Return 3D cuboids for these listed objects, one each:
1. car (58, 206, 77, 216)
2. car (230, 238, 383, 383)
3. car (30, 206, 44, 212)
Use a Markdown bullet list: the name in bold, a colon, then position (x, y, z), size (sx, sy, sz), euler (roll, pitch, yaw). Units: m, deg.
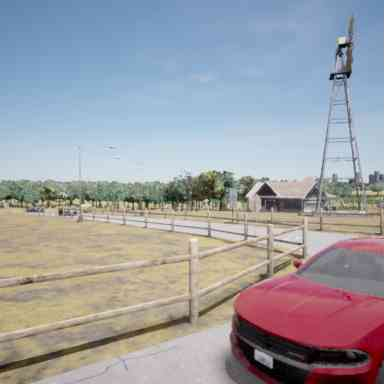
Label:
- **car**: position (-18.705, 2.783, 49.940), size (2.128, 1.511, 4.902), euler (0, -2, -36)
- **car**: position (2.779, 1.479, 4.944), size (5.008, 1.535, 1.882), euler (0, 0, -36)
- **car**: position (-36.896, 4.158, 80.081), size (2.097, 1.767, 4.553), euler (0, -3, -36)
